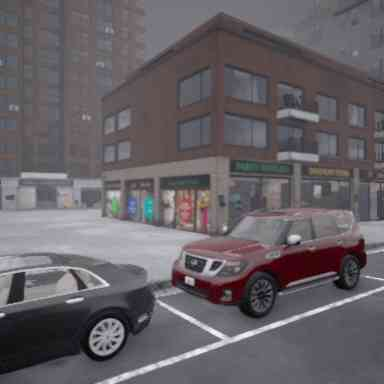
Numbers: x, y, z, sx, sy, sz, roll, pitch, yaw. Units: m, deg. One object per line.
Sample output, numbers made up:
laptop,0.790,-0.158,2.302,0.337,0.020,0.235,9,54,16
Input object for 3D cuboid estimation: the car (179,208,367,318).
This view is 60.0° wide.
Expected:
car,2.011,1.333,7.619,5.009,1.841,2.192,0,0,-35

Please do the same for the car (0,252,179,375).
car,-2.601,1.552,4.333,4.403,1.369,2.008,0,0,-35
